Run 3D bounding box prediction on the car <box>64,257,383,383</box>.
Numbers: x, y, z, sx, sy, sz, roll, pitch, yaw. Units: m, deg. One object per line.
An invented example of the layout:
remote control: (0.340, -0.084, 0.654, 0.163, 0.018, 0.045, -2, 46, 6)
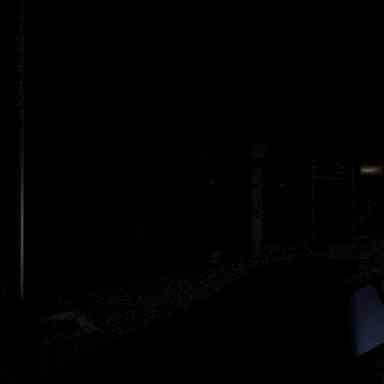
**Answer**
car: (1.411, 1.547, 3.767, 5.357, 1.411, 2.033, 0, 0, -35)
